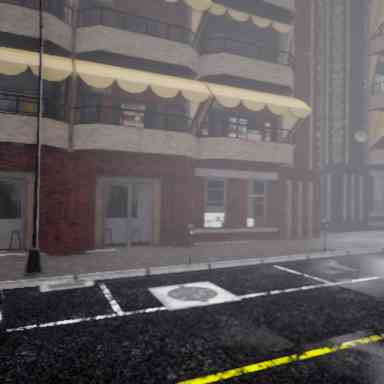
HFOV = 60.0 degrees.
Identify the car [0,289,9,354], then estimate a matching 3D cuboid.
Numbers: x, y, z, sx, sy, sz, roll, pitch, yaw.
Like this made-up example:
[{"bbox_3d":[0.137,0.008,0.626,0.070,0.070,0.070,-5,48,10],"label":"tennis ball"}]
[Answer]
[{"bbox_3d":[-4.445,1.652,3.735,4.181,1.385,1.994,0,-1,-23],"label":"car"}]
